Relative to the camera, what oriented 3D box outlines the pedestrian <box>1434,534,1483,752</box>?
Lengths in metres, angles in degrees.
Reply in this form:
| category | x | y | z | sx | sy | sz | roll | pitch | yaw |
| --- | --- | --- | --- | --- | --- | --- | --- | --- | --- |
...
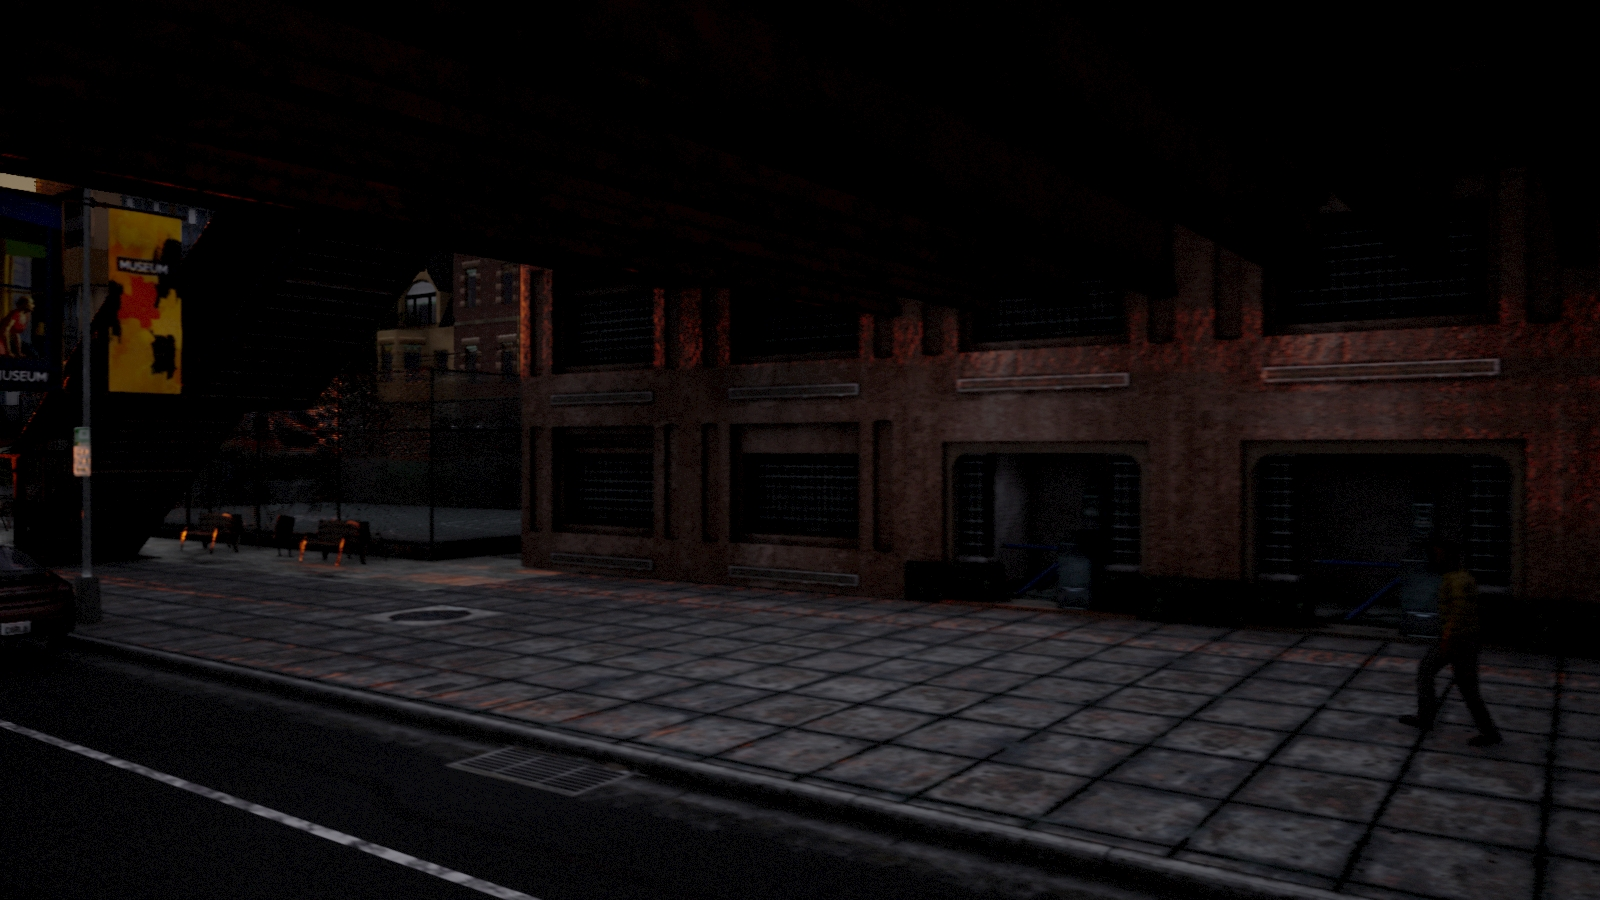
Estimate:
| category | x | y | z | sx | sy | sz | roll | pitch | yaw |
| --- | --- | --- | --- | --- | --- | --- | --- | --- | --- |
| pedestrian | 5.870 | 1.697 | 10.192 | 0.375 | 1.860 | 0.375 | 0 | 0 | 29 |
